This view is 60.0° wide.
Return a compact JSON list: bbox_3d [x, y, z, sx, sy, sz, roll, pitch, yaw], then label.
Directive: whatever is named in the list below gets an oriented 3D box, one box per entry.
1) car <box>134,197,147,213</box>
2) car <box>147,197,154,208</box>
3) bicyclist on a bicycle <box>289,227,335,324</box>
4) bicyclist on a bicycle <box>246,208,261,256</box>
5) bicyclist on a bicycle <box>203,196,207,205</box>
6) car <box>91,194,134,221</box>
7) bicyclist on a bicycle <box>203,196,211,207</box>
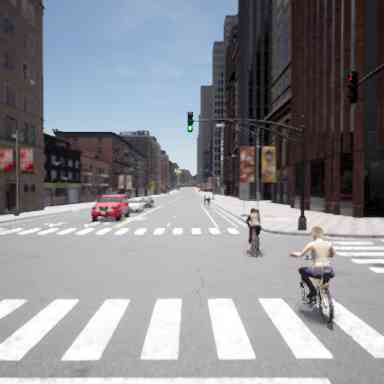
[{"bbox_3d":[-6.560,1.534,37.157,1.812,1.442,4.674,0,0,0],"label":"car"},{"bbox_3d":[-6.537,1.500,47.525,2.128,1.511,4.902,0,0,1],"label":"car"},{"bbox_3d":[2.292,1.437,6.171,0.866,1.612,1.509,0,0,0],"label":"bicyclist on a bicycle"},{"bbox_3d":[2.251,1.430,12.106,0.582,1.620,1.656,0,1,0],"label":"bicyclist on a bicycle"},{"bbox_3d":[2.269,1.459,58.196,0.582,1.620,1.656,0,0,0],"label":"bicyclist on a bicycle"},{"bbox_3d":[-6.580,1.228,27.492,2.150,2.045,5.566,0,0,0],"label":"car"},{"bbox_3d":[2.265,1.379,45.657,0.659,1.776,1.843,0,0,0],"label":"bicyclist on a bicycle"}]
